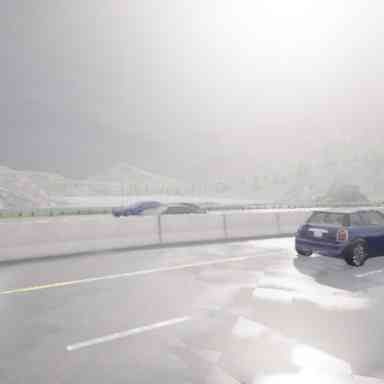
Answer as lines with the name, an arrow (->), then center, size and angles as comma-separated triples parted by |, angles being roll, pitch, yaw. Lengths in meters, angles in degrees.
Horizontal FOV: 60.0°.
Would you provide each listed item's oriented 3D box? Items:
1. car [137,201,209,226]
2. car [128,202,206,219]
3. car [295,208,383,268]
car -> -1.313, 1.468, 23.835 | 4.892, 1.490, 1.837 | 0, 0, -31
car -> -1.377, 1.495, 19.701 | 4.674, 1.442, 1.812 | 0, 0, -32
car -> 5.739, 1.344, 11.515 | 4.553, 1.767, 2.097 | 0, 0, -32
